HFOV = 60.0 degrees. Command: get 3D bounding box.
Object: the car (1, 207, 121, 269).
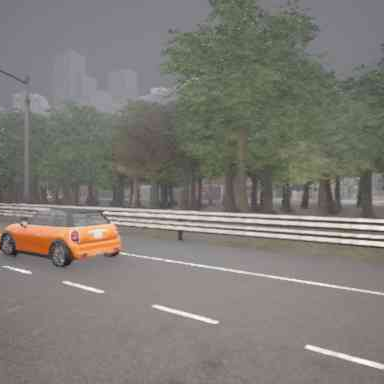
[{"bbox_3d":[-4.602,1.351,11.464,4.553,1.767,2.097,0,0,36],"label":"car"}]
